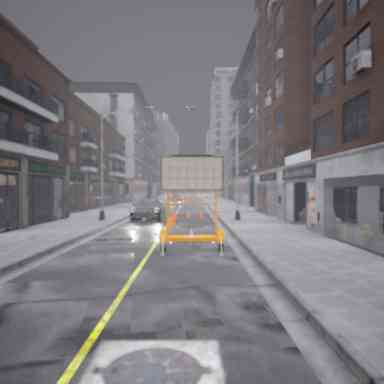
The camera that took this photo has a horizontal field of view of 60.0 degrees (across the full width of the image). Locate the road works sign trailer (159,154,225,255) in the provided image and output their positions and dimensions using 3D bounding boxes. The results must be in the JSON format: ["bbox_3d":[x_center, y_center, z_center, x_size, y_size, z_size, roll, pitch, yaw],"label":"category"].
[{"bbox_3d":[0.003,0.358,12.737,2.380,3.560,2.880,0,0,0],"label":"road works sign trailer"}]

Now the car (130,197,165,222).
[{"bbox_3d":[-3.090,1.151,23.810,2.097,1.767,4.553,0,0,0],"label":"car"}]

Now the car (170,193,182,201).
[{"bbox_3d":[-3.002,0.960,64.261,1.837,1.490,4.892,0,1,0],"label":"car"}]
